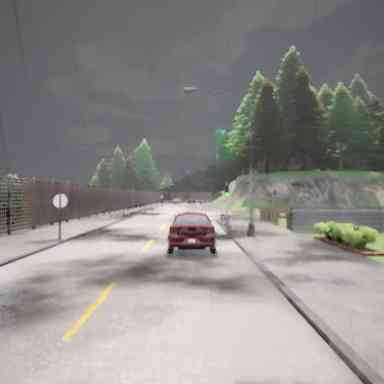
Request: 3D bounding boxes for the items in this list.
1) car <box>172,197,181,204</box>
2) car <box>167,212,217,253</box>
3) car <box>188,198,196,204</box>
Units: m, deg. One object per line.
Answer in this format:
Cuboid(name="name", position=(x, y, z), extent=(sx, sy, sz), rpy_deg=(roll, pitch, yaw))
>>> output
Cuboid(name="car", position=(-4.020, 2.185, 84.704), extent=(2.097, 1.767, 4.553), rpy_deg=(0, -1, 0))
Cuboid(name="car", position=(0.001, 1.621, 14.475), extent=(1.882, 1.535, 5.008), rpy_deg=(0, 0, 0))
Cuboid(name="car", position=(-0.021, 2.328, 85.026), extent=(1.837, 1.490, 4.892), rpy_deg=(0, -1, 0))
